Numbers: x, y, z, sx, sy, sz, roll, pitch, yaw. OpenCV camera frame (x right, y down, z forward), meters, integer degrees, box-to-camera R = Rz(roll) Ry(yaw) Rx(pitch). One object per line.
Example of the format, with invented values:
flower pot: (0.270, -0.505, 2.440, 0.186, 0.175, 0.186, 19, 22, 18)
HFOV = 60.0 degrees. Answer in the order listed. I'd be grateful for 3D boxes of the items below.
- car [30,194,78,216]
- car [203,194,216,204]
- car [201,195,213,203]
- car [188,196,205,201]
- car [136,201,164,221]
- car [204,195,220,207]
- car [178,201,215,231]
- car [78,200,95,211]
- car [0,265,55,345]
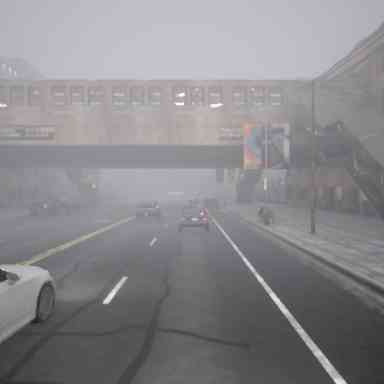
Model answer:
car: (-13.541, 1.207, 32.292, 2.435, 2.045, 5.566, 0, 0, 0)
car: (3.203, 1.312, 61.679, 2.185, 1.767, 4.553, 0, 0, 0)
car: (3.069, 1.433, 68.105, 2.097, 1.535, 5.008, 0, 0, 0)
car: (0.195, 1.519, 41.504, 2.033, 1.411, 5.357, 0, 0, 1)
car: (-3.391, 1.473, 27.205, 2.128, 1.511, 4.902, 0, 0, 0)
car: (3.159, 1.446, 50.904, 2.231, 1.521, 4.892, 0, 0, 10)
car: (0.105, 1.533, 20.658, 2.033, 1.411, 5.357, 0, 0, 0)
car: (-13.580, 1.568, 39.689, 1.895, 1.301, 4.718, 0, 0, 0)
car: (-3.397, 1.523, 4.160, 1.812, 1.442, 4.674, 0, 0, 0)
